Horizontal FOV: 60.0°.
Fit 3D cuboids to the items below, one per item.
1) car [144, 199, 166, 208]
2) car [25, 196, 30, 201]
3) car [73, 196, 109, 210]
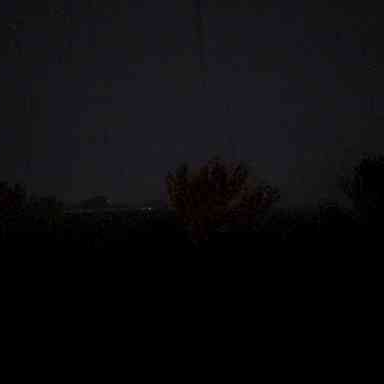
[{"bbox_3d":[-6.735,2.062,60.841,1.837,1.490,4.892,-1,0,36],"label":"car"},{"bbox_3d":[-22.001,1.498,39.726,2.150,2.045,5.566,-1,-1,36],"label":"car"},{"bbox_3d":[-14.913,1.634,49.559,2.150,2.045,5.566,-1,-2,36],"label":"car"}]
